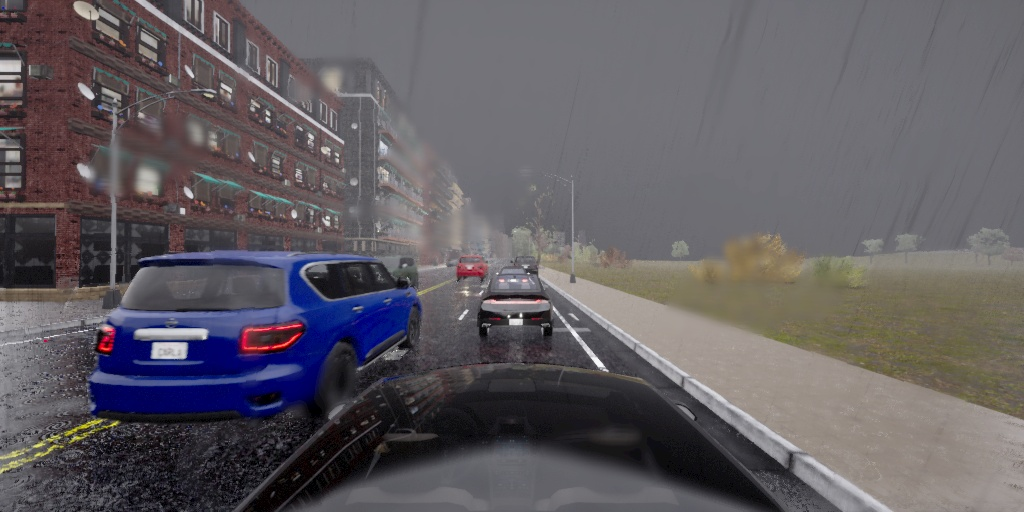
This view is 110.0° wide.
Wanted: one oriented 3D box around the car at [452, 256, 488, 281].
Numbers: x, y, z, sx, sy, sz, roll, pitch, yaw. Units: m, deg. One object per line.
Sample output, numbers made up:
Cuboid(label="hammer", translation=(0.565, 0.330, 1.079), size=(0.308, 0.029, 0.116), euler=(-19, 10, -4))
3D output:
Cuboid(label="car", translation=(-3.213, 0.977, 29.659), size=(2.150, 2.045, 5.566), euler=(0, 0, 0))

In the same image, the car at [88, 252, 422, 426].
Cuboid(label="car", translation=(-3.160, 0.971, 5.986), size=(2.150, 2.045, 5.566), euler=(0, 0, 0))

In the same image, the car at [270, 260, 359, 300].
Cuboid(label="car", translation=(-9.889, 1.105, 18.450), size=(2.097, 1.767, 4.553), euler=(0, 0, 0))

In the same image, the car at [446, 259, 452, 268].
Cuboid(label="car", translation=(-9.963, 1.260, 60.801), size=(1.837, 1.490, 4.892), euler=(0, -1, 0))

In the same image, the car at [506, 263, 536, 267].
Cuboid(label="car", translation=(0.060, 1.301, 20.758), size=(2.033, 1.411, 5.357), euler=(0, 0, 0))

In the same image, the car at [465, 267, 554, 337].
Cuboid(label="car", translation=(0.081, 1.243, 10.318), size=(2.128, 1.511, 4.902), euler=(0, 0, 0))

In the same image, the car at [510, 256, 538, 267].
Cuboid(label="car", translation=(1.069, 0.979, 30.970), size=(2.150, 2.045, 5.566), euler=(0, 0, 0))

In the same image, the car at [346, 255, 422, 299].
Cuboid(label="car", translation=(-6.641, 0.974, 19.391), size=(2.150, 2.045, 5.566), euler=(0, 0, 0))
